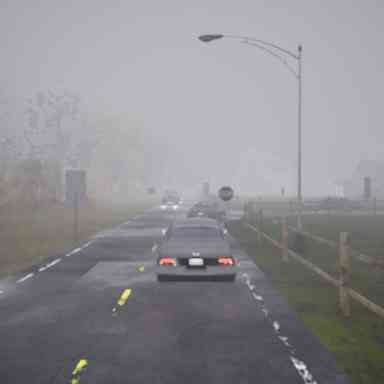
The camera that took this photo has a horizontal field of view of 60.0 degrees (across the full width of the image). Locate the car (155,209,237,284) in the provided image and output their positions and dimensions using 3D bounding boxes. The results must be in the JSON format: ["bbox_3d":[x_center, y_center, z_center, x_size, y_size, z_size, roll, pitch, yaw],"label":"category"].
[{"bbox_3d":[0.079,1.433,9.272,2.033,1.411,5.357,0,1,0],"label":"car"}]

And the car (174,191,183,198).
[{"bbox_3d":[-2.901,0.552,71.815,1.837,1.490,4.892,0,1,0],"label":"car"}]

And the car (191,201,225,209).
[{"bbox_3d":[1.148,1.284,22.599,1.994,1.385,4.181,0,1,17],"label":"car"}]

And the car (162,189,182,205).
[{"bbox_3d":[-2.938,0.632,46.365,2.150,2.045,5.566,0,1,0],"label":"car"}]

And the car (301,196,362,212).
[{"bbox_3d":[12.895,1.109,31.131,5.357,1.411,2.033,0,0,-2],"label":"car"}]
